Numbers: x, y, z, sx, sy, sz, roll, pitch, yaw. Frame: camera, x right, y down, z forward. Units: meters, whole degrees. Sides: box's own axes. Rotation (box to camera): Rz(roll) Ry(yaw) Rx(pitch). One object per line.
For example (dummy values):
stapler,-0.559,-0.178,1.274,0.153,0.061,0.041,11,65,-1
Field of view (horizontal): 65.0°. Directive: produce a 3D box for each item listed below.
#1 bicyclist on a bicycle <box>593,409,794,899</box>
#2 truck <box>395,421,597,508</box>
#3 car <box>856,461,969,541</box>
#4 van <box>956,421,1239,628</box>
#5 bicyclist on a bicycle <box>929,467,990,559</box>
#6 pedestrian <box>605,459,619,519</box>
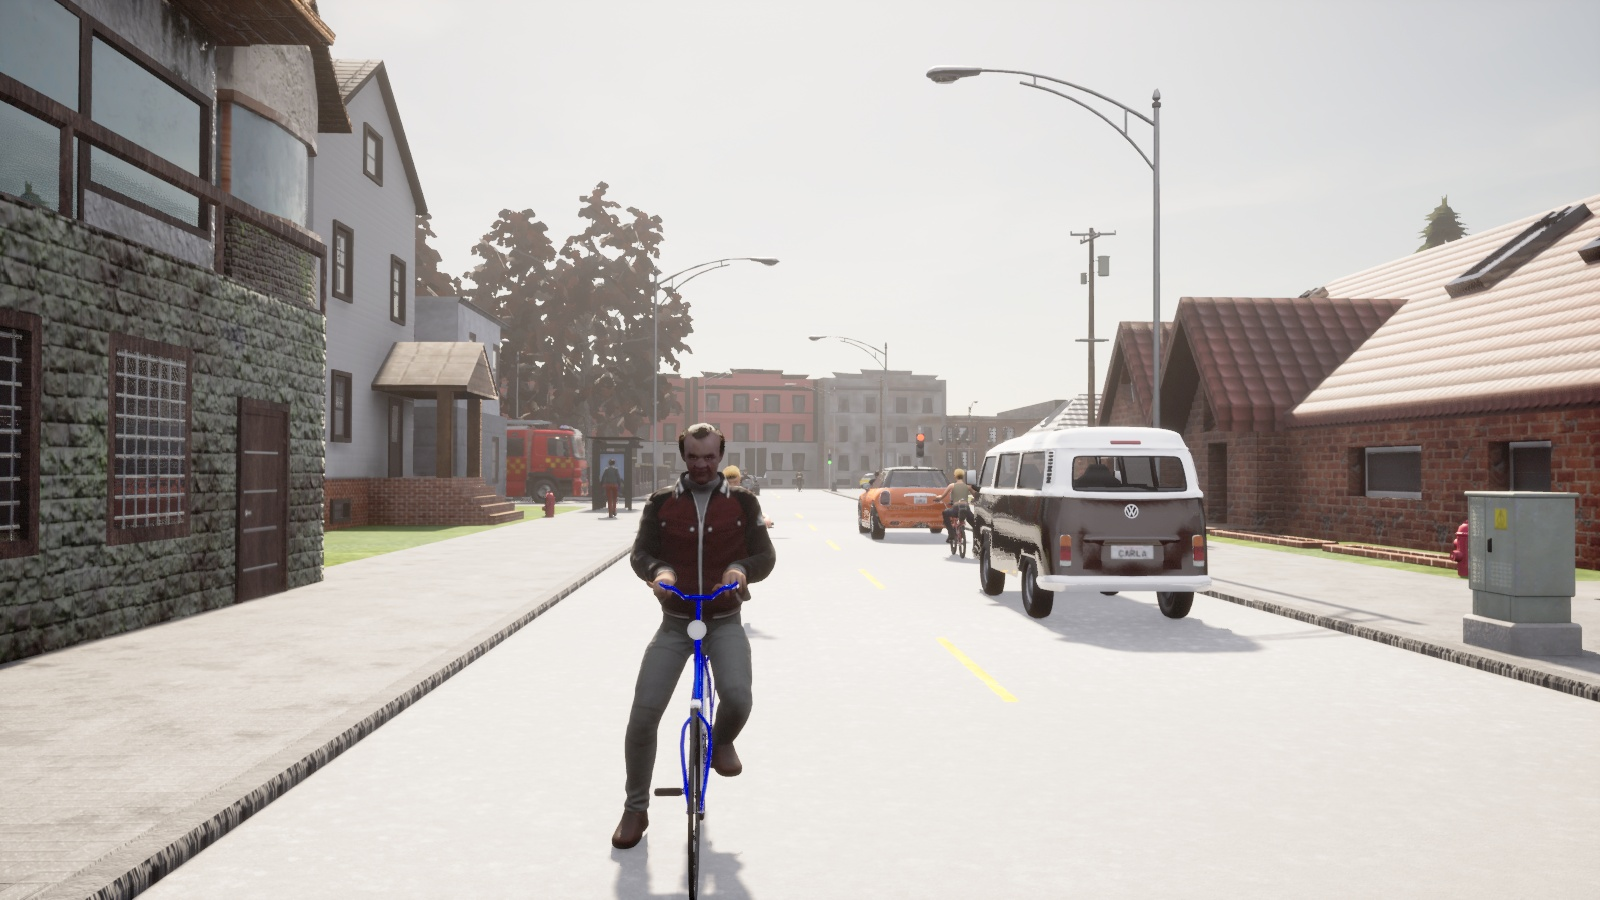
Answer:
bicyclist on a bicycle,-0.398,0.772,5.058,0.659,1.776,1.843,0,-1,-3
truck,-13.649,0.658,56.924,8.468,3.827,2.891,0,-1,-2
car,2.603,1.169,30.248,2.097,1.767,4.553,0,-1,-3
van,3.239,0.772,14.712,2.069,2.038,4.480,0,-1,-2
bicyclist on a bicycle,2.899,1.124,22.953,0.866,1.612,1.509,0,-1,-2
pedestrian,-5.763,1.193,38.572,0.353,1.847,0.614,0,-1,-2
